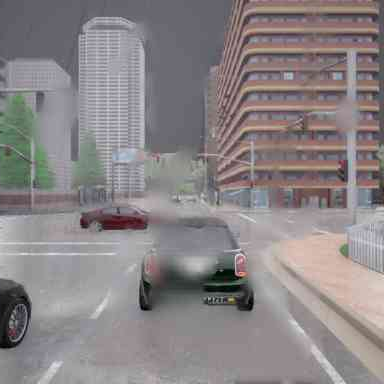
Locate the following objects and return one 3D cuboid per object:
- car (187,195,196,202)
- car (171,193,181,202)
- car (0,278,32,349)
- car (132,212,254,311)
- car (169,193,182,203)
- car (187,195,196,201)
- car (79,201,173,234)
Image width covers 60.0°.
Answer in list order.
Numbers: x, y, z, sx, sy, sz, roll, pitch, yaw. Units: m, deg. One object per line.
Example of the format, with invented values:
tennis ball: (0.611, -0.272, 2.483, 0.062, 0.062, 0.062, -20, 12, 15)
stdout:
car: (-0.134, 1.518, 76.332, 1.812, 1.442, 4.674, 0, 0, 0)
car: (-3.634, 1.219, 76.075, 2.150, 2.045, 5.566, 0, 0, 0)
car: (-3.431, 1.526, 3.305, 1.812, 1.442, 4.674, 0, 0, 0)
car: (0.099, 1.352, 7.924, 2.097, 1.767, 4.553, 0, 0, 1)
car: (-3.517, 1.491, 66.074, 2.128, 1.511, 4.902, 0, 0, 0)
car: (-0.150, 1.506, 85.332, 2.128, 1.511, 4.902, 0, 0, 0)
car: (-3.701, 1.463, 18.694, 5.008, 1.535, 1.882, 0, 0, -1)
